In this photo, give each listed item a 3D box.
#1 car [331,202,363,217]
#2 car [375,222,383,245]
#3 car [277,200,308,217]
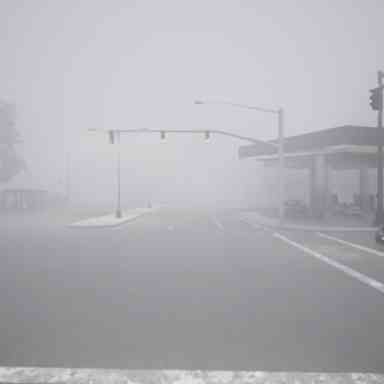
[{"bbox_3d":[15.883,1.771,34.350,1.970,1.475,3.806,0,-1,1],"label":"car"},{"bbox_3d":[10.488,1.451,13.392,5.566,2.045,2.150,-2,-1,0],"label":"car"},{"bbox_3d":[10.129,1.603,33.663,2.242,1.667,4.611,0,-1,1],"label":"car"}]
